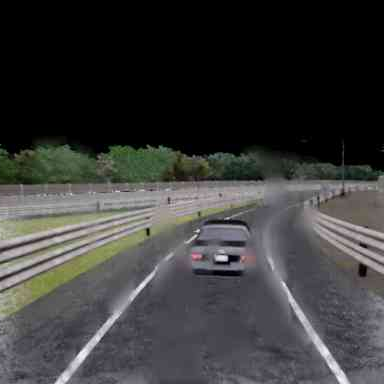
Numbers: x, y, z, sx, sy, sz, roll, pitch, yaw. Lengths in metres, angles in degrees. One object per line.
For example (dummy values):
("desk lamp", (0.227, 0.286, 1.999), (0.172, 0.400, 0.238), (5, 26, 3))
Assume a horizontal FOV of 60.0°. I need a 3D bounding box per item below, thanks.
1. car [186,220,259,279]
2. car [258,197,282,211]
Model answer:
("car", (1.014, 1.547, 10.090), (2.033, 1.411, 5.357), (0, 0, 8))
("car", (8.057, 1.173, 34.161), (2.033, 1.411, 5.357), (1, 1, 23))
